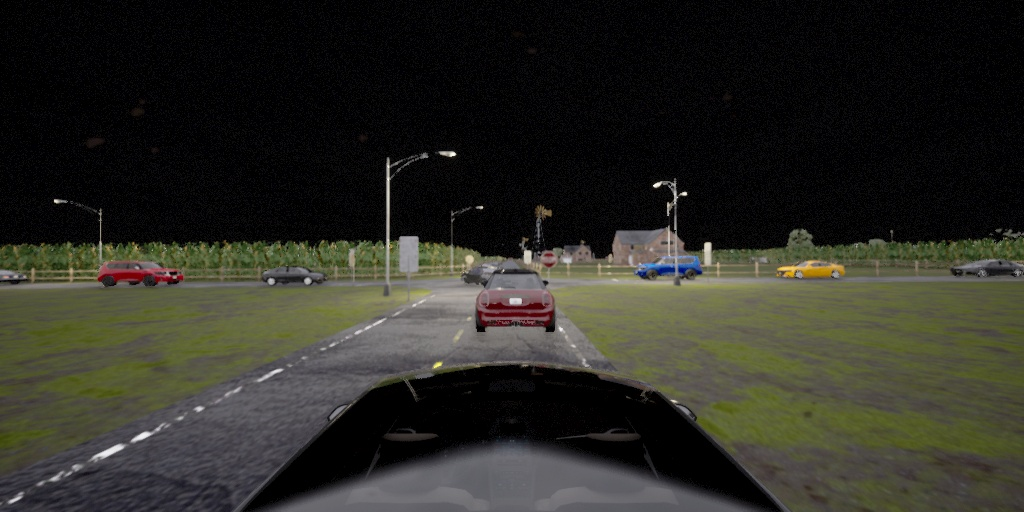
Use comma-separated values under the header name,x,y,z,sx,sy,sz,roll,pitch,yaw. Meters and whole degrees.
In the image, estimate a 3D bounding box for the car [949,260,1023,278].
name,x,y,z,sx,sy,sz,roll,pitch,yaw
car,40.840,1.087,30.858,4.892,1.490,1.837,0,-1,1

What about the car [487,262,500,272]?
name,x,y,z,sx,sy,sz,roll,pitch,yaw
car,-2.887,1.668,57.317,1.837,1.490,4.892,0,-1,0

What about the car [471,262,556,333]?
name,x,y,z,sx,sy,sz,roll,pitch,yaw
car,0.088,1.166,11.101,2.097,1.767,4.553,0,0,0

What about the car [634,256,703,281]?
name,x,y,z,sx,sy,sz,roll,pitch,yaw
car,13.610,1.050,31.319,5.566,2.045,2.150,-1,-1,1

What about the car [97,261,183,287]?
name,x,y,z,sx,sy,sz,roll,pitch,yaw
car,-30.042,1.422,29.061,5.566,2.045,2.150,-1,-1,1

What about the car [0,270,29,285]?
name,x,y,z,sx,sy,sz,roll,pitch,yaw
car,-46.998,1.934,32.215,5.357,1.411,2.033,-1,-1,1

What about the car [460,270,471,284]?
name,x,y,z,sx,sy,sz,roll,pitch,yaw
car,-2.061,1.469,26.436,2.033,1.411,5.357,0,-1,-29

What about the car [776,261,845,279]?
name,x,y,z,sx,sy,sz,roll,pitch,yaw
car,25.815,1.195,31.122,5.008,1.535,1.882,0,-1,1

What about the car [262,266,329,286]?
name,x,y,z,sx,sy,sz,roll,pitch,yaw
car,-17.364,1.586,28.861,4.892,1.490,1.837,-1,-1,1
